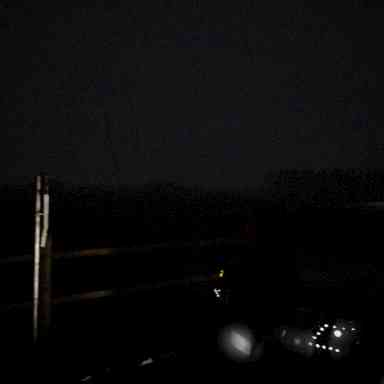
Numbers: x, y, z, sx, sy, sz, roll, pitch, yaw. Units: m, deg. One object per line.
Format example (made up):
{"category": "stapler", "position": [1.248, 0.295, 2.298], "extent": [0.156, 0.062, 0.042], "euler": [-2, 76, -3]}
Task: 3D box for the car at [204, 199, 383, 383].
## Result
{"category": "car", "position": [2.881, 1.154, 4.674], "extent": [5.566, 2.045, 2.150], "euler": [0, 2, -30]}
